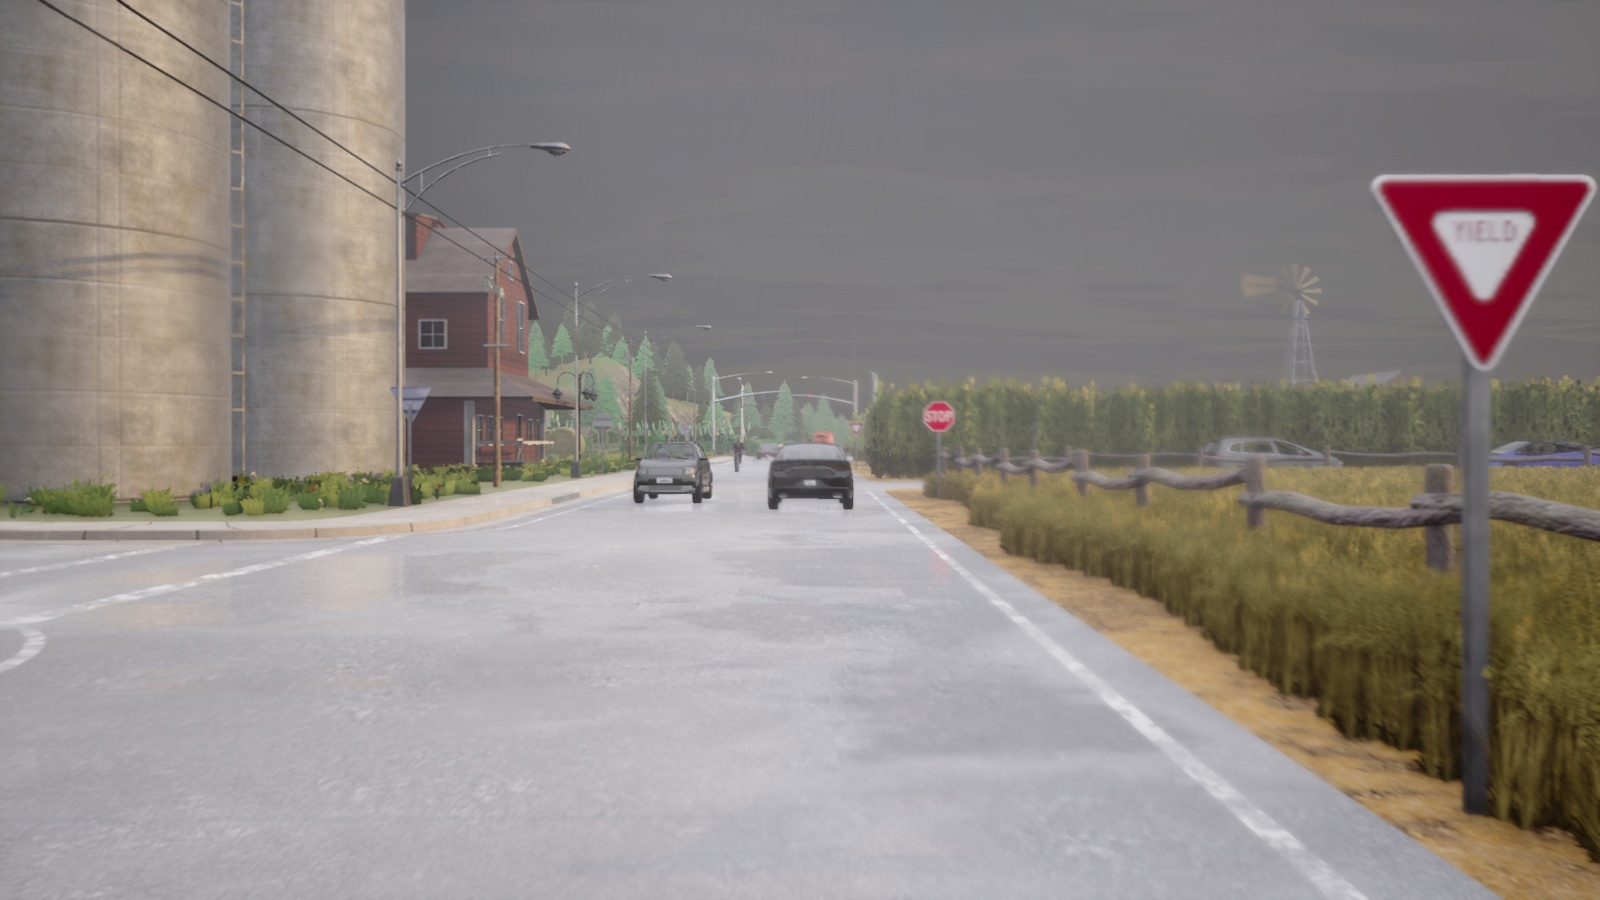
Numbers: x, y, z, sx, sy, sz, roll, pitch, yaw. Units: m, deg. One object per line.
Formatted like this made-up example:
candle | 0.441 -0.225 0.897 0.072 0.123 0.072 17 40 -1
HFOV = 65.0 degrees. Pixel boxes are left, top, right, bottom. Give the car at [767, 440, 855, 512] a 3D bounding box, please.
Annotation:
car | 0.250 0.545 29.269 1.882 1.535 5.008 0 0 0

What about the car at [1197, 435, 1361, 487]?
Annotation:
car | 15.883 0.347 41.859 4.611 1.667 2.242 0 0 0

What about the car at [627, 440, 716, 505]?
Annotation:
car | -3.200 0.527 31.904 1.789 1.549 3.705 0 0 1

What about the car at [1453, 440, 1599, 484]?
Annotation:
car | 26.118 0.419 44.852 4.514 1.525 2.007 0 0 1
